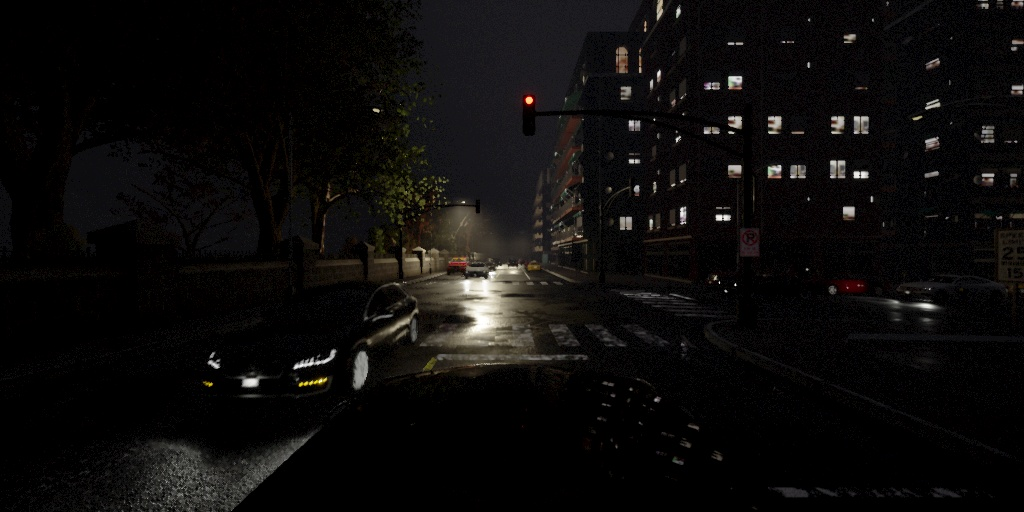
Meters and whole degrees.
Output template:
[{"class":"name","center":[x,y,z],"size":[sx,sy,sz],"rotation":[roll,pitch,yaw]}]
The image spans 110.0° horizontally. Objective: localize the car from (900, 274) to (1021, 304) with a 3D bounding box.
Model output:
[{"class":"car","center":[23.664,1.720,19.334],"size":[4.674,1.442,1.812],"rotation":[1,0,0]}]

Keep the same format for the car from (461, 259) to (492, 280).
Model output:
[{"class":"car","center":[-3.022,1.273,31.414],"size":[1.812,1.442,4.674],"rotation":[0,0,-1]}]

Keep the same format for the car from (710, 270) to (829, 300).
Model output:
[{"class":"car","center":[13.722,1.615,19.316],"size":[4.718,1.301,1.895],"rotation":[1,0,0]}]

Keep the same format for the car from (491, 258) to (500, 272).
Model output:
[{"class":"car","center":[-3.050,1.243,47.242],"size":[2.128,1.511,4.902],"rotation":[0,0,0]}]

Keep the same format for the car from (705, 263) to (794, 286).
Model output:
[{"class":"car","center":[14.619,1.334,21.911],"size":[5.009,1.841,2.192],"rotation":[0,0,0]}]

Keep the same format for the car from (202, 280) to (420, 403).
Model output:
[{"class":"car","center":[-3.096,1.254,6.677],"size":[1.837,1.490,4.892],"rotation":[0,0,0]}]

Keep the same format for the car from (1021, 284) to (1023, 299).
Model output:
[{"class":"car","center":[31.536,1.854,21.946],"size":[4.829,1.417,1.751],"rotation":[0,0,0]}]

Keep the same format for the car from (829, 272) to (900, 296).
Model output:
[{"class":"car","center":[20.314,1.668,21.923],"size":[4.507,1.381,1.888],"rotation":[0,0,0]}]

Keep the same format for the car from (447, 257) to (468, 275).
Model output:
[{"class":"car","center":[-5.651,1.063,38.518],"size":[2.192,1.841,5.009],"rotation":[0,0,0]}]

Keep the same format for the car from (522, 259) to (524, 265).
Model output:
[{"class":"car","center":[2.741,1.298,49.579],"size":[1.888,1.381,4.507],"rotation":[0,0,0]}]

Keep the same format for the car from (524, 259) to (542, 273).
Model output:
[{"class":"car","center":[2.735,1.276,44.214],"size":[1.751,1.417,4.829],"rotation":[0,0,0]}]

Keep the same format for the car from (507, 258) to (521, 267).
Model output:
[{"class":"car","center":[0.166,1.309,64.291],"size":[2.033,1.411,5.357],"rotation":[0,0,-1]}]

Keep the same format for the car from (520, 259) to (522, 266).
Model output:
[{"class":"car","center":[2.747,1.307,55.115],"size":[2.007,1.370,4.403],"rotation":[0,0,0]}]
